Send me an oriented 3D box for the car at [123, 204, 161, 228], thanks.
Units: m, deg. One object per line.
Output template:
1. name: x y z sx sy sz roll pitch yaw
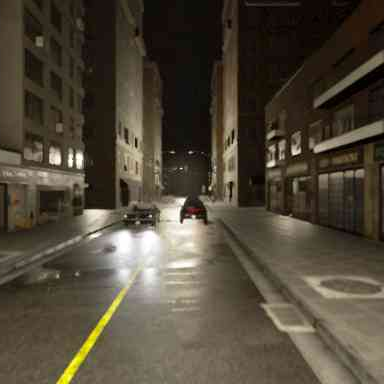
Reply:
1. car: -3.090 1.441 21.223 1.895 1.301 4.718 0 0 0

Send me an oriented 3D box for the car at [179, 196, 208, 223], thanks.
1. car: 0.103 1.324 23.887 1.837 1.490 4.892 0 1 0
